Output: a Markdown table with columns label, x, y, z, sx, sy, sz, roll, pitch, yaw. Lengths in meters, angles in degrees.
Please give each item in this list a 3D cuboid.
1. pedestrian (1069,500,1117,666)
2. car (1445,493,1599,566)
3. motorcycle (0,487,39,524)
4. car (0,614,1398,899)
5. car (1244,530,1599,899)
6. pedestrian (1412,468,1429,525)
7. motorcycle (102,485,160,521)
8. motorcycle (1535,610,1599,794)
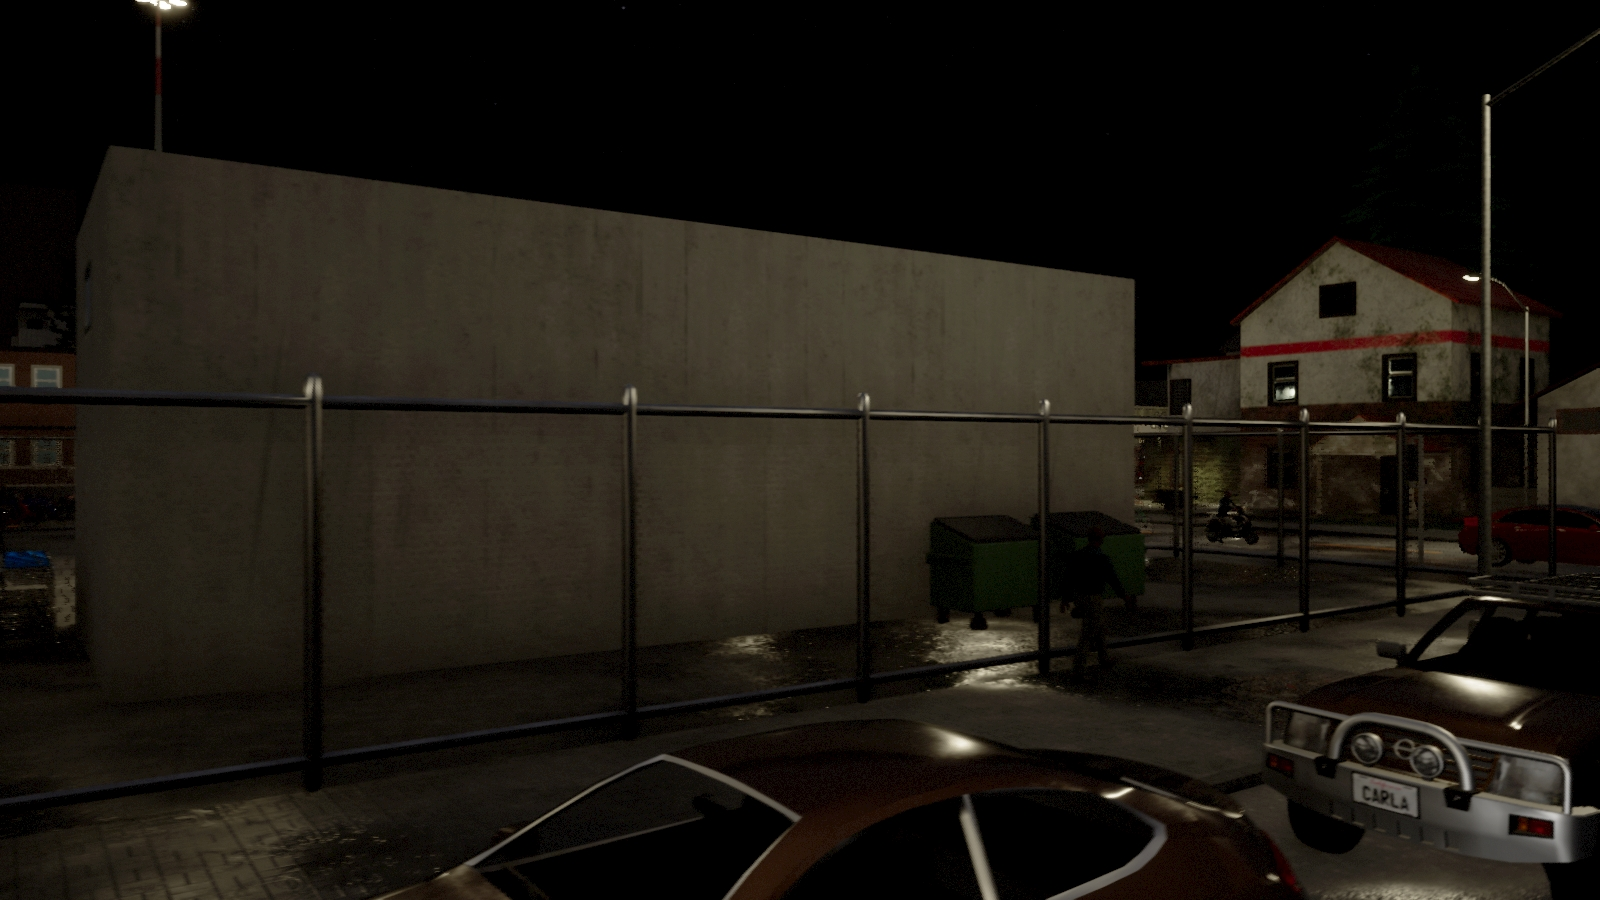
| label | x | y | z | sx | sy | sz | roll | pitch | yaw |
| --- | --- | --- | --- | --- | --- | --- | --- | --- | --- |
| pedestrian | 3.393 | 1.525 | 13.236 | 0.375 | 1.860 | 0.375 | 0 | 0 | -36 |
| car | 18.164 | 1.841 | 26.713 | 2.231 | 1.480 | 4.892 | 0 | 0 | -35 |
| motorcycle | -27.903 | 1.961 | 40.227 | 1.805 | 1.236 | 0.856 | -1 | 0 | -35 |
| car | -0.150 | 1.772 | 4.281 | 5.027 | 1.651 | 2.152 | 0 | 0 | -35 |
| car | 5.419 | 1.644 | 8.160 | 4.605 | 1.855 | 1.932 | 0 | 0 | -34 |
| pedestrian | 20.422 | 1.525 | 37.614 | 0.375 | 1.860 | 0.375 | 0 | 0 | -38 |
| motorcycle | -24.856 | 1.962 | 42.444 | 1.805 | 1.236 | 0.856 | 0 | 0 | -34 |
| motorcycle | 6.728 | 1.962 | 9.089 | 1.805 | 1.236 | 0.856 | 0 | 0 | -35 |
